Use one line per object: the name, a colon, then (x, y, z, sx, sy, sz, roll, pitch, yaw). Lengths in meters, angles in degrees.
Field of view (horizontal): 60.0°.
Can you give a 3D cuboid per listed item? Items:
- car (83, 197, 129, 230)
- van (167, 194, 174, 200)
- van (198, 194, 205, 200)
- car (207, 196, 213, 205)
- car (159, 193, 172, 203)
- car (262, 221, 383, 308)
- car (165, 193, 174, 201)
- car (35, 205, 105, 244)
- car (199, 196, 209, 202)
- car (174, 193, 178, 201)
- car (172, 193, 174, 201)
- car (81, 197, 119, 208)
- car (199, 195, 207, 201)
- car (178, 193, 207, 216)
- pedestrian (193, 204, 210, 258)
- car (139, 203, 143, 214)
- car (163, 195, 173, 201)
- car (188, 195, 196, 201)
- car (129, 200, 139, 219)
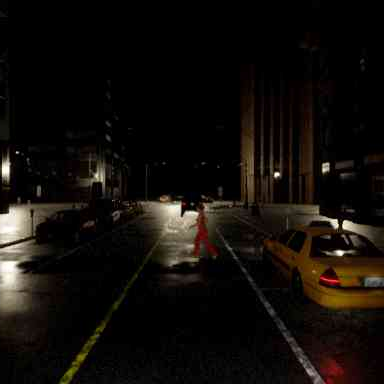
car: (-5.784, 1.308, 21.375, 2.192, 1.841, 5.009, 0, 0, 0)
van: (-5.866, 1.331, 93.009, 1.690, 1.788, 3.998, 0, 0, 0)
van: (2.659, 1.331, 93.036, 1.690, 1.788, 3.998, 0, 0, 0)
car: (2.697, 1.426, 59.382, 1.967, 1.590, 4.097, 0, 0, 0)
car: (-5.840, 1.425, 70.572, 1.967, 1.590, 4.097, 0, 0, 0)
car: (2.991, 1.452, 8.014, 1.801, 1.575, 5.366, 0, 0, 0)
car: (-5.859, 1.303, 87.400, 2.192, 1.841, 5.009, 0, 0, 0)
car: (-5.778, 1.539, 15.773, 1.887, 1.381, 4.507, 0, 0, 0)
car: (2.678, 1.536, 76.209, 2.008, 1.369, 4.403, 0, 0, 0)
car: (-3.092, 1.212, 81.526, 2.150, 2.045, 5.566, 0, 0, 0)
car: (-5.847, 1.426, 76.181, 1.967, 1.590, 4.097, 0, 0, 0)
car: (-13.053, 1.459, 47.500, 4.892, 1.490, 1.837, 0, -1, 2)
car: (2.672, 1.552, 81.818, 1.947, 1.339, 4.313, 0, 0, 0)
car: (0.042, 1.209, 32.668, 2.150, 2.045, 5.566, 0, 0, 0)
pedestrian: (0.316, 1.290, 11.006, 0.375, 1.860, 0.375, 0, 0, 0)
car: (-5.797, 1.515, 32.408, 1.752, 1.417, 4.829, 0, 0, 0)
car: (-5.853, 1.537, 81.791, 2.008, 1.369, 4.403, 0, 0, 0)
car: (-0.101, 1.504, 89.639, 2.128, 1.511, 4.902, 0, 0, 0)
car: (-5.791, 1.516, 26.807, 1.752, 1.417, 4.829, 0, 0, 0)
